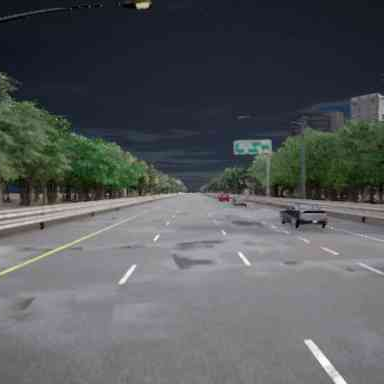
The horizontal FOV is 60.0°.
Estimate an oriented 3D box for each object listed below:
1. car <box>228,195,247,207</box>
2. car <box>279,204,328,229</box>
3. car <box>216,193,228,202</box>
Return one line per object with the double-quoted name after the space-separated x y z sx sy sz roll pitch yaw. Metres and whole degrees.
7.134 1.520 50.947 2.033 1.411 5.357 0 0 0 "car"
7.024 1.490 21.379 2.128 1.511 4.902 0 0 0 "car"
7.260 1.167 75.972 2.150 2.045 5.566 0 0 0 "car"
